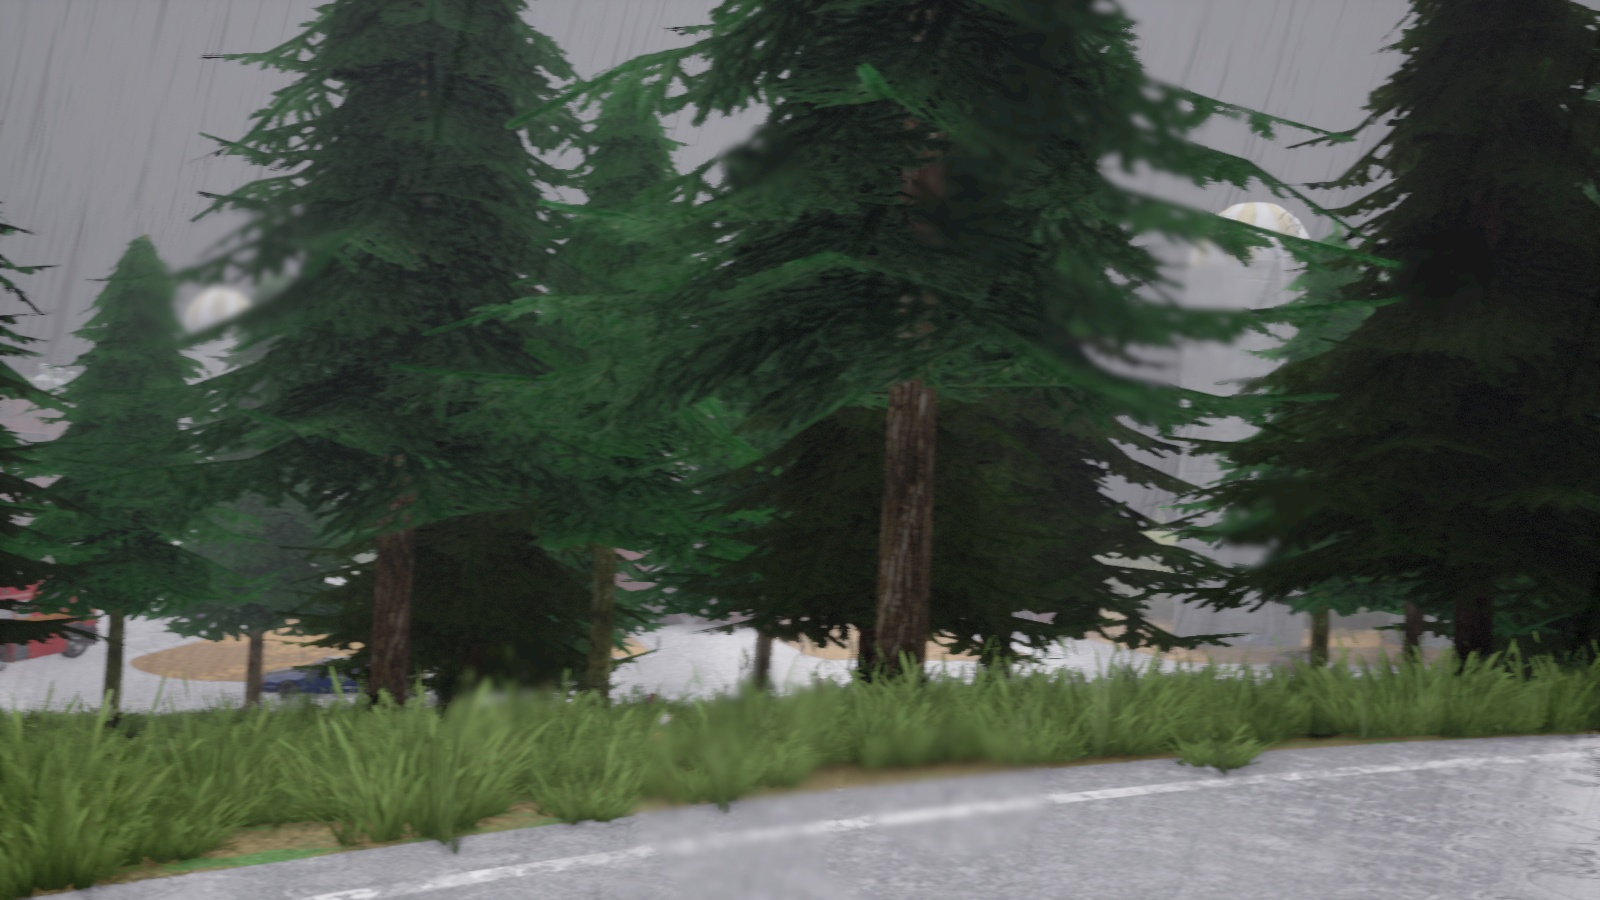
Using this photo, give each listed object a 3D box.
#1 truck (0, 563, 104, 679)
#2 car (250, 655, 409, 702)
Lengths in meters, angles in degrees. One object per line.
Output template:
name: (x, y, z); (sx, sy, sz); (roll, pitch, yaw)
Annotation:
truck: (-31.268, 6.663, 49.377); (2.891, 3.827, 8.468); (3, -2, 0)
car: (-17.440, 8.499, 46.805); (5.357, 1.411, 2.033); (3, -2, -17)
